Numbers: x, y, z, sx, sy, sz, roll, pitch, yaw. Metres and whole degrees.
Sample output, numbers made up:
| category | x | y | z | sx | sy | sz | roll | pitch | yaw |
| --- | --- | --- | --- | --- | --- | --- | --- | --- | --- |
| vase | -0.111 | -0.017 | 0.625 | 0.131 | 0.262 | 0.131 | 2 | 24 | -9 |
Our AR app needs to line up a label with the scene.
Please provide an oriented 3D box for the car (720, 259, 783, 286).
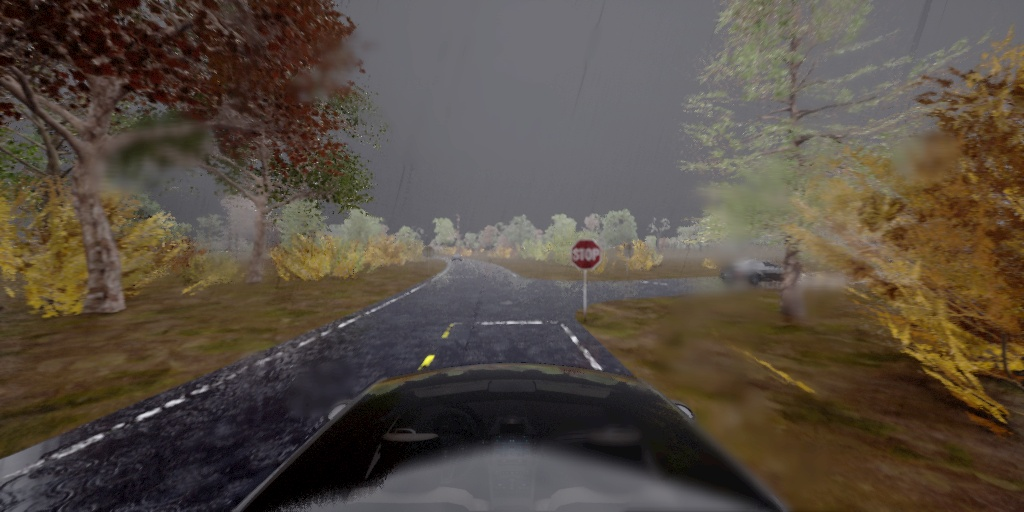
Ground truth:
| category | x | y | z | sx | sy | sz | roll | pitch | yaw |
| --- | --- | --- | --- | --- | --- | --- | --- | --- | --- |
| car | 14.211 | 0.907 | 20.832 | 4.674 | 1.442 | 1.812 | -1 | 1 | -22 |
